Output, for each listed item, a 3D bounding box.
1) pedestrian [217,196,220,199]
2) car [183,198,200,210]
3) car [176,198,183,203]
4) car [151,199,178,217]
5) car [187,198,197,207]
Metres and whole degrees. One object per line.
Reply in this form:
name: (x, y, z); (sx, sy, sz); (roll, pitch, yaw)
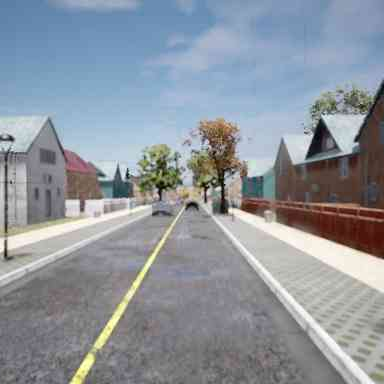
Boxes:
pedestrian: (3.020, 1.341, 37.780); (0.375, 1.860, 0.375); (-2, 1, -1)
car: (0.038, 1.796, 47.491); (1.837, 1.490, 4.892); (0, 0, 1)
car: (-2.730, 2.039, 74.285); (1.812, 1.442, 4.674); (0, -1, 0)
car: (-2.838, 1.707, 32.949); (2.033, 1.411, 5.357); (0, 0, 0)
car: (0.018, 1.939, 63.698); (1.882, 1.535, 5.008); (0, -1, 0)
